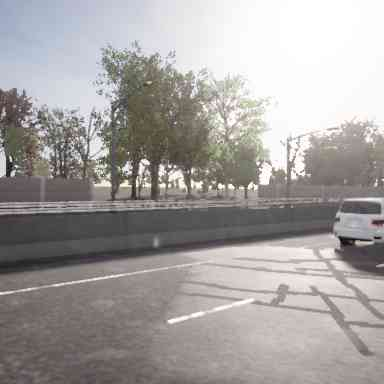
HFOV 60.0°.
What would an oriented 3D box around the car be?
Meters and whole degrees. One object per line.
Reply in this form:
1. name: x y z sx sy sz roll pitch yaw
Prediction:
1. car: 8.294 1.257 14.085 5.566 2.045 2.150 0 0 -35
